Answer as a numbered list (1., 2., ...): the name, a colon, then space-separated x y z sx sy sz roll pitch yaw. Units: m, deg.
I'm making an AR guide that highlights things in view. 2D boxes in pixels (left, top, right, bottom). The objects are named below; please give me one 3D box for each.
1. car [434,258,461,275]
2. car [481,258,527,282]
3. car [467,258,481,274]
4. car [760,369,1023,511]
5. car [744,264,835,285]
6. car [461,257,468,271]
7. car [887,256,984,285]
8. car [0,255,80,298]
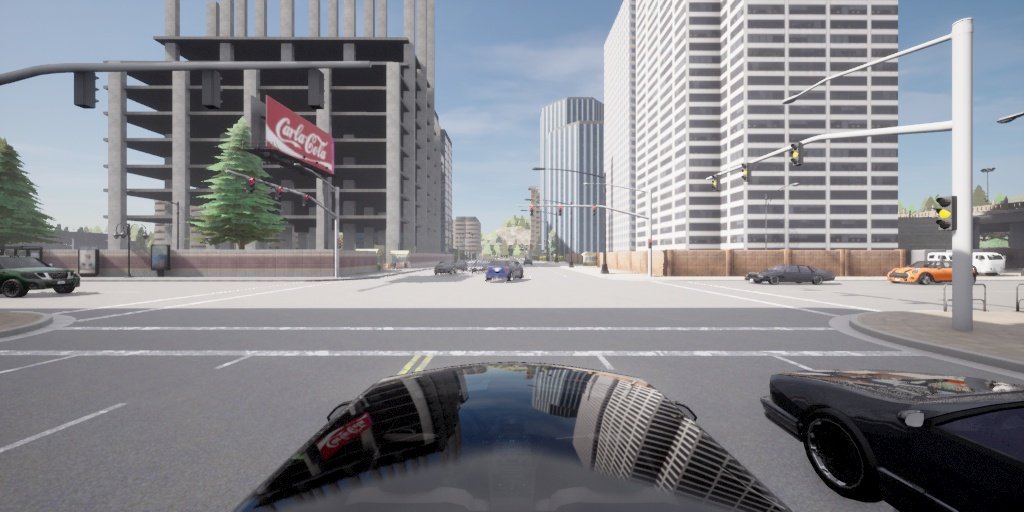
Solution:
1. car: -7.102 1.255 38.705 1.837 1.490 4.892 0 0 0
2. car: -0.537 1.102 29.449 2.097 1.767 4.553 0 0 17
3. car: -3.603 1.241 41.706 2.128 1.511 4.902 0 0 0
4. car: 3.597 1.297 1.372 2.033 1.411 5.357 0 0 0
5. car: 19.635 1.297 25.427 5.357 1.411 2.033 0 0 0
6. car: -7.102 1.255 48.118 1.837 1.490 4.892 0 0 0
7. car: 29.643 1.102 25.453 4.553 1.767 2.097 0 0 1
8. car: -25.340 0.971 17.984 5.566 2.045 2.150 0 0 1
